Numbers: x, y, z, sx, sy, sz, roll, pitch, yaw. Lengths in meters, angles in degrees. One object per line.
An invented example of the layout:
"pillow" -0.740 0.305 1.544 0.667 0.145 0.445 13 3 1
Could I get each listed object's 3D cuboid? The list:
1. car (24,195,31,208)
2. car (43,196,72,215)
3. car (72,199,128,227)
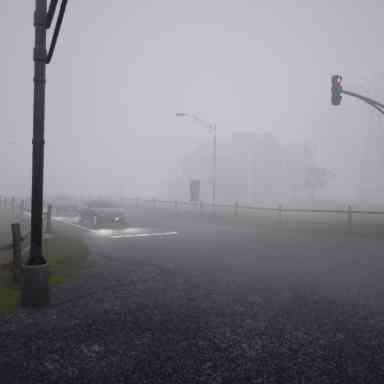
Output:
"car" -17.271 1.050 37.026 1.895 1.301 4.718 1 0 -35
"car" -10.981 1.069 28.153 1.882 1.535 5.008 1 0 -35
"car" -5.598 1.219 20.556 1.837 1.490 4.892 1 0 -35
